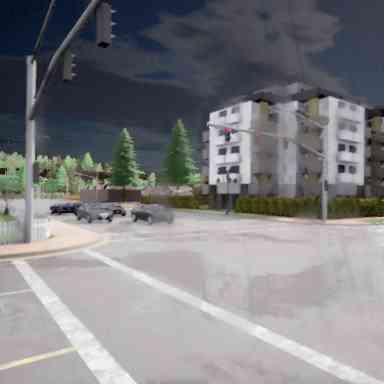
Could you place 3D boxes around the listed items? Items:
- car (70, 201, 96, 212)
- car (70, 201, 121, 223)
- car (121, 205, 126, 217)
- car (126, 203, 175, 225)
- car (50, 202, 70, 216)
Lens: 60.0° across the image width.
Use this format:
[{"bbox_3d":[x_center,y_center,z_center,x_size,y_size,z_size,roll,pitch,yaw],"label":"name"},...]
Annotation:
[{"bbox_3d":[-13.745,1.767,41.620,1.895,1.301,4.718,1,-1,-34],"label":"car"},{"bbox_3d":[-7.821,1.607,26.544,2.128,1.511,4.902,1,0,-34],"label":"car"},{"bbox_3d":[-8.075,1.727,33.186,1.994,1.385,4.181,1,-1,-33],"label":"car"},{"bbox_3d":[-3.103,1.666,25.814,1.837,1.490,4.892,1,-1,-34],"label":"car"},{"bbox_3d":[-13.375,1.719,34.774,1.895,1.301,4.718,1,-1,-34],"label":"car"}]
